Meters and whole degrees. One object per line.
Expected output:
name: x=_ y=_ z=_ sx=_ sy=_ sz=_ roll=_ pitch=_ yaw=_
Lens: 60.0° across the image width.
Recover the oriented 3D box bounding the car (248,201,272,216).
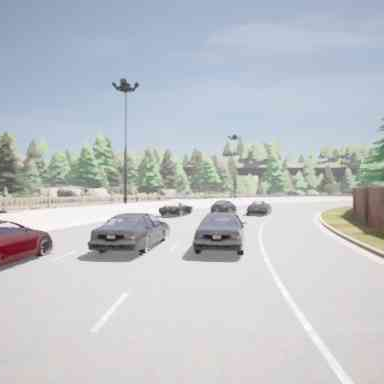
car: x=6.796 y=1.571 z=33.312 sx=1.994 sy=1.385 sz=4.181 roll=0 pitch=0 yaw=22

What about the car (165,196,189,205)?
car: x=-2.689 y=1.516 z=60.468 sx=1.812 sy=1.442 sz=4.674 roll=0 pitch=0 yaw=33

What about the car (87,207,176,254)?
car: x=-2.305 y=1.543 z=13.498 sx=2.033 sy=1.411 sz=5.357 roll=0 pitch=0 yaw=9

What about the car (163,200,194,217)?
car: x=-1.393 y=1.596 z=31.518 sx=1.895 sy=1.301 sz=4.718 roll=0 pitch=0 yaw=19

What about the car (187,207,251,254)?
car: x=1.225 y=1.548 z=13.524 sx=2.033 sy=1.411 sz=5.357 roll=0 pitch=0 yaw=9

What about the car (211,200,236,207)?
car: x=3.235 y=1.527 z=33.837 sx=1.812 sy=1.442 sz=4.674 roll=0 pitch=0 yaw=21

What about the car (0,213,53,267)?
car: x=-6.178 y=1.554 z=10.364 sx=1.994 sy=1.385 sz=4.181 roll=0 pitch=0 yaw=6
